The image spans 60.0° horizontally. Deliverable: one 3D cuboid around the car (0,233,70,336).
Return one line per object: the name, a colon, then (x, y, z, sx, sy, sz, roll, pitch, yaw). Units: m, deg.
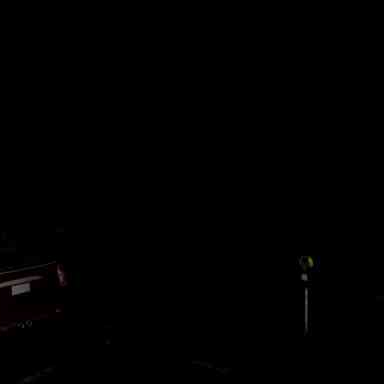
car: (-4.079, 1.440, 5.988, 4.097, 1.590, 1.967, 0, 0, 36)
